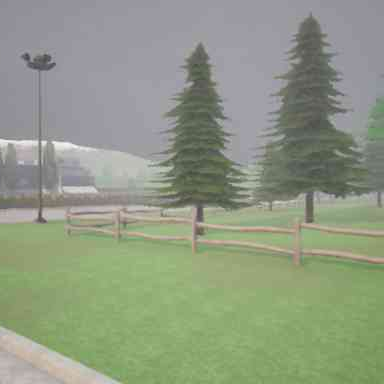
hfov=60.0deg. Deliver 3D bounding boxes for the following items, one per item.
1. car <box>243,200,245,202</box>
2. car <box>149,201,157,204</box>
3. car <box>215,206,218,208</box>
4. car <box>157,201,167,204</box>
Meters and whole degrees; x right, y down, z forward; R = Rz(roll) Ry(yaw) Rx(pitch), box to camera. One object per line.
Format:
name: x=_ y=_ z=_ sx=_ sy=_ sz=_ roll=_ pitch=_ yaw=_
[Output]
car: x=9.938 y=1.677 z=60.257 sx=2.033 sy=1.411 sz=5.357 roll=0 pitch=0 yaw=36
car: x=-5.942 y=1.701 z=62.208 sx=1.837 sy=1.490 sz=4.892 roll=0 pitch=-1 yaw=37
car: x=3.802 y=1.621 z=51.861 sx=2.128 sy=1.511 sz=4.902 roll=0 pitch=0 yaw=37
car: x=-3.631 y=1.745 z=59.448 sx=1.994 sy=1.385 sz=4.181 roll=0 pitch=0 yaw=37
